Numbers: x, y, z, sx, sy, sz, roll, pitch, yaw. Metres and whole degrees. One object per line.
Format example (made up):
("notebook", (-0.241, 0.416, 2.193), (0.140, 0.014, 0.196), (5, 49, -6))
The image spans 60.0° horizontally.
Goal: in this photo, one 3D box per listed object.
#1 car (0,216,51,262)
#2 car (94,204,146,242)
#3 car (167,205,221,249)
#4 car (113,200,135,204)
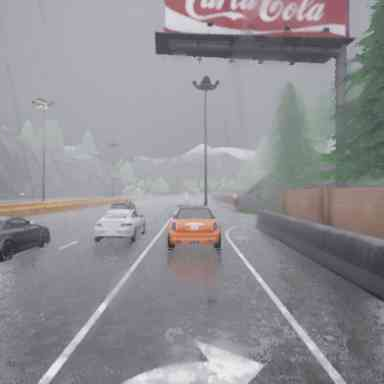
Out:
("car", (-6.906, 1.575, 12.225), (1.994, 1.385, 4.181), (0, 0, 0))
("car", (-3.410, 1.540, 16.211), (1.812, 1.442, 4.674), (0, 0, 0))
("car", (0.092, 1.365, 14.707), (2.097, 1.767, 4.553), (0, 0, 0))
("car", (-6.929, 1.521, 33.831), (2.128, 1.511, 4.902), (0, 0, 0))
